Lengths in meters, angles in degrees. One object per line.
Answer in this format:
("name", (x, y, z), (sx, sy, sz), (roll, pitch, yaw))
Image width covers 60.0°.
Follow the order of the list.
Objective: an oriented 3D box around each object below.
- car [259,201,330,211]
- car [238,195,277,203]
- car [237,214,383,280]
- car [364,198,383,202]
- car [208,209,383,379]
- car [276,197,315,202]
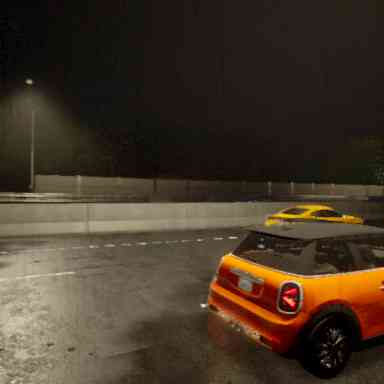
("car", (5.623, 1.374, 15.032), (5.008, 1.535, 1.882), (1, 1, -28))
("car", (6.329, 1.047, 31.292), (4.553, 1.767, 2.097), (1, 1, -27))
("car", (3.686, 1.490, 10.077), (4.181, 1.385, 1.994), (1, 1, -28))
("car", (21.740, 1.391, 39.349), (4.674, 1.442, 1.812), (1, 1, -27))
("car", (2.613, 1.317, 5.568), (4.553, 1.767, 2.097), (1, 1, -28))
("car", (9.891, 1.351, 29.205), (4.181, 1.385, 1.994), (1, 1, -27))
